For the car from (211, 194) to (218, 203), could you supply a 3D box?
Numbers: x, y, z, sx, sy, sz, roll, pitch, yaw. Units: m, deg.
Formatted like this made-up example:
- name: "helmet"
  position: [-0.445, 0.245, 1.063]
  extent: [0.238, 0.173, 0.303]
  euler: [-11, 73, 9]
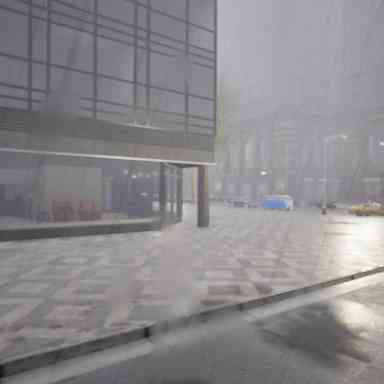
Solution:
- name: "car"
  position: [3.979, 1.150, 62.347]
  extent: [1.967, 1.590, 4.097]
  euler: [1, 0, -35]

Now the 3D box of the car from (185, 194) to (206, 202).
- name: "car"
  position: [0.739, 1.179, 66.936]
  extent: [2.008, 1.369, 4.403]
  euler: [1, 0, -35]

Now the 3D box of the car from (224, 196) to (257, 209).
- name: "car"
  position: [6.729, 1.441, 43.652]
  extent: [2.008, 1.369, 4.403]
  euler: [1, 0, -35]

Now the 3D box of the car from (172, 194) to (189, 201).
- name: "car"
  position: [-2.499, 1.130, 71.526]
  extent: [1.802, 1.307, 4.206]
  euler: [1, 0, -35]

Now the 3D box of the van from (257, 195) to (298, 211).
- name: "van"
  position: [9.970, 1.301, 39.062]
  extent: [1.690, 1.788, 3.998]
  euler: [1, 0, -35]

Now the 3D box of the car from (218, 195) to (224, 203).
- name: "car"
  position: [7.214, 1.343, 57.757]
  extent: [2.008, 1.369, 4.403]
  euler: [1, 0, -35]

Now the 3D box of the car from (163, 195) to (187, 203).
- name: "car"
  position: [-2.985, 1.203, 57.427]
  extent: [2.008, 1.369, 4.403]
  euler: [2, 0, -35]

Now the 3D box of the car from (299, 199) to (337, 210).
- name: "car"
  position: [16.927, 1.584, 43.983]
  extent: [1.947, 1.339, 4.313]
  euler: [1, 0, -35]

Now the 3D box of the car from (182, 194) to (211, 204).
- name: "car"
  position: [0.350, 1.262, 52.698]
  extent: [1.752, 1.417, 4.829]
  euler: [1, 0, -35]

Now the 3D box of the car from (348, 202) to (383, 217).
- name: "car"
  position: [16.542, 1.608, 29.737]
  extent: [1.752, 1.417, 4.829]
  euler: [1, 0, -35]
